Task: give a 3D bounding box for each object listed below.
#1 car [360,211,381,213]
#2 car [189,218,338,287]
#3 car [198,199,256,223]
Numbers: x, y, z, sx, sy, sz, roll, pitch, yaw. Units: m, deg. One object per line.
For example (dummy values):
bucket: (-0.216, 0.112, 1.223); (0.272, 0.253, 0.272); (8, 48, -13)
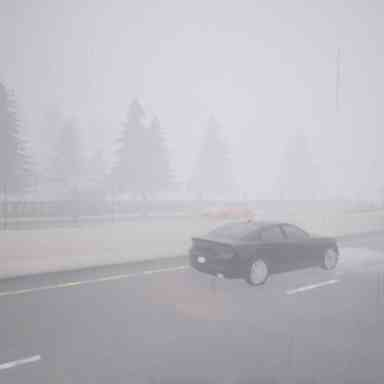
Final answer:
car: (17.662, 1.837, 33.738); (5.357, 1.411, 2.033); (1, 0, -35)
car: (2.254, 1.540, 9.653); (5.008, 1.535, 1.882); (1, 0, -35)
car: (2.954, 1.508, 27.586); (4.553, 1.767, 2.097); (1, 0, -35)
